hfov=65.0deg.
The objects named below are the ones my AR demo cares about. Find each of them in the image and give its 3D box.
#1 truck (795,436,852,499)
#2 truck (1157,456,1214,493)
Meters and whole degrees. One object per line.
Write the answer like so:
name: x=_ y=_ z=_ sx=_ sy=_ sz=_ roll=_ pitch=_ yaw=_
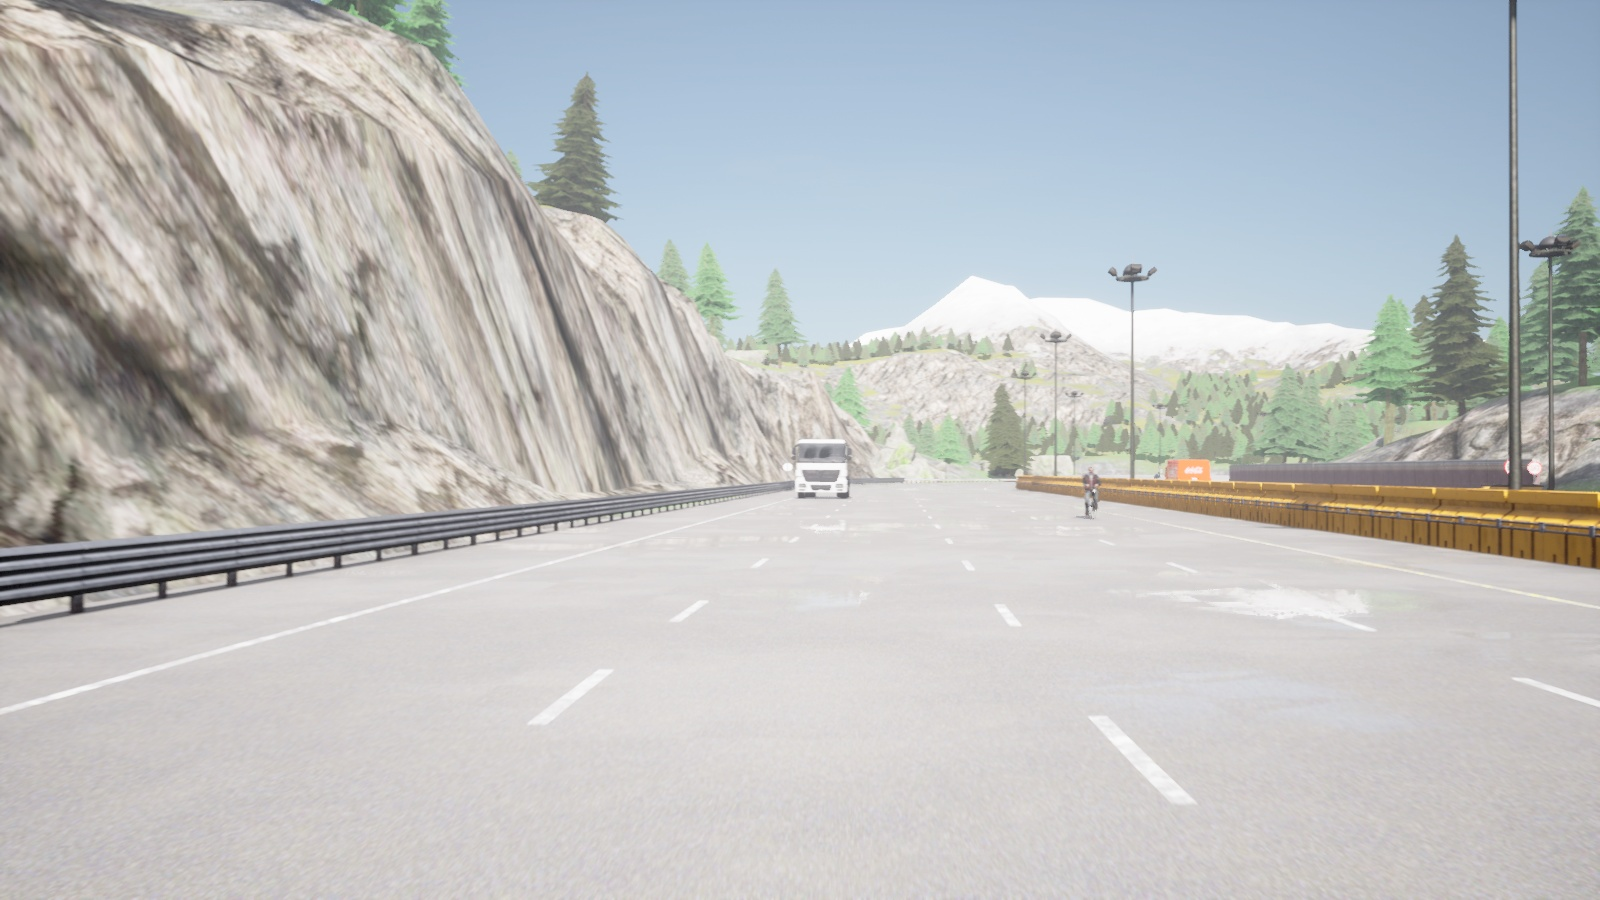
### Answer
truck: x=1.473 y=1.056 z=73.402 sx=2.891 sy=3.462 sz=7.936 roll=0 pitch=-1 yaw=4
truck: x=27.004 y=1.703 z=88.165 sx=2.627 sy=2.467 sz=5.204 roll=0 pitch=-1 yaw=3
